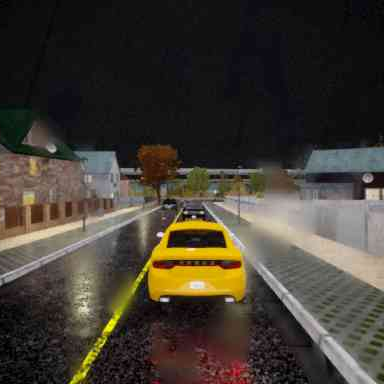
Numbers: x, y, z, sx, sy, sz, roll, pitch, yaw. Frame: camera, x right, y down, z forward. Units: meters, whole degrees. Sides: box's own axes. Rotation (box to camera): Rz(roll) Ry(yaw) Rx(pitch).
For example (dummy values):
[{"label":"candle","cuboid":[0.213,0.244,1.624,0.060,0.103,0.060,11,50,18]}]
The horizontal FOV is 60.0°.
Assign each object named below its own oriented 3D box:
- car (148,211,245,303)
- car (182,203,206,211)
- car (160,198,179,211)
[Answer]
[{"label":"car","cuboid":[0.099,1.473,8.270,1.882,1.535,5.008,0,0,0]},{"label":"car","cuboid":[0.153,1.596,27.407,1.895,1.301,4.718,0,0,0]},{"label":"car","cuboid":[-2.691,1.526,41.301,1.812,1.442,4.674,0,0,1]}]
